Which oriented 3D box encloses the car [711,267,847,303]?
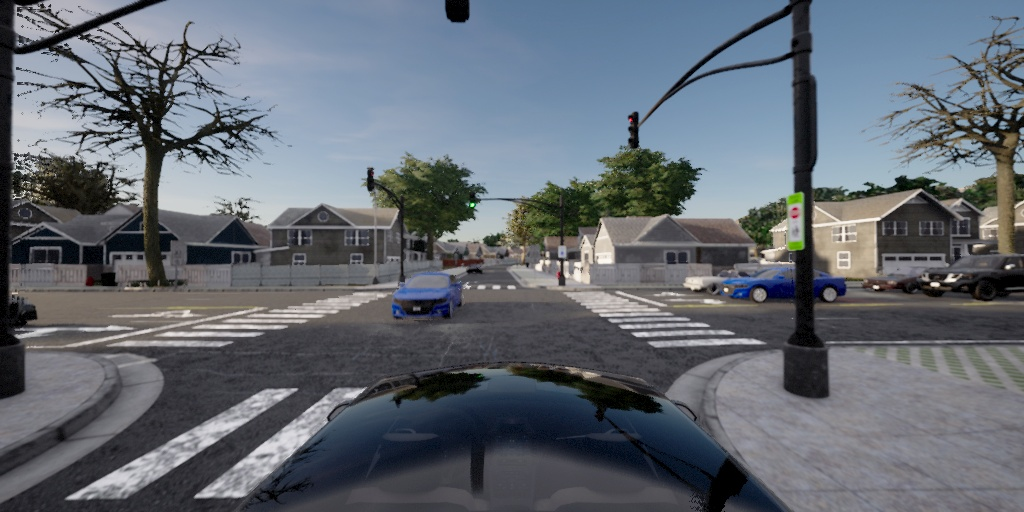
[{"bbox_3d":[12.176,1.253,16.279,5.008,1.535,1.882,0,-1,-1],"label":"car"}]

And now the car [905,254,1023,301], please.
[{"bbox_3d":[22.114,0.935,16.448,5.566,2.045,2.150,0,-1,-1],"label":"car"}]

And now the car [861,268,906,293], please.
[{"bbox_3d":[22.604,1.304,19.698,5.357,1.411,2.033,0,-1,-1],"label":"car"}]

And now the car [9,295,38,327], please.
[{"bbox_3d":[-15.134,1.294,9.132,4.181,1.385,1.994,0,-1,-1],"label":"car"}]

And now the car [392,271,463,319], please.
[{"bbox_3d":[-2.955,1.341,13.357,1.882,1.535,5.008,0,0,-2],"label":"car"}]

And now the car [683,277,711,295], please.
[{"bbox_3d":[11.998,1.424,19.526,4.718,1.301,1.895,0,-1,-1],"label":"car"}]

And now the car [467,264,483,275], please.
[{"bbox_3d":[-4.628,1.657,44.694,1.895,1.301,4.718,0,0,-3],"label":"car"}]
